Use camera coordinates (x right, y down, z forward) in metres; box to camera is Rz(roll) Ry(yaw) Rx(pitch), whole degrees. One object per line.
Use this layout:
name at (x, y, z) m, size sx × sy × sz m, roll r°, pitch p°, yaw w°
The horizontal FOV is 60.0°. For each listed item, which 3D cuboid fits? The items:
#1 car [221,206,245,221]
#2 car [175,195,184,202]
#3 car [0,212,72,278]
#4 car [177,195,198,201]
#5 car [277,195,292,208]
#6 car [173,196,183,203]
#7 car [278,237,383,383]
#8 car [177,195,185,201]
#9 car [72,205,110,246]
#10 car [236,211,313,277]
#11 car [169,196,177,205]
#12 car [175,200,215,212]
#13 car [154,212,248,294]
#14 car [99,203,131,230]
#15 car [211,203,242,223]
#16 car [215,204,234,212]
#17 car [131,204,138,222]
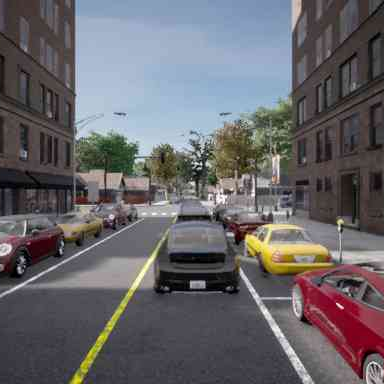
car at (2.644, 1.553, 15.455) m, size 1.887 × 1.381 × 4.507 m, roll 0°, pitch 0°, yaw 0°
car at (-3.014, 1.631, 81.275) m, size 2.128 × 1.511 × 4.902 m, roll 0°, pitch 0°, yaw 0°
car at (-5.384, 1.445, 9.939) m, size 1.967 × 1.590 × 4.097 m, roll 0°, pitch 0°, yaw 0°
car at (-0.113, 1.374, 31.120) m, size 2.097 × 1.767 × 4.553 m, roll 0°, pitch 0°, yaw -3°
car at (14.282, 1.466, 46.209) m, size 4.674 × 1.442 × 1.812 m, roll 0°, pitch 0°, yaw -2°
car at (-2.995, 1.585, 71.115) m, size 1.837 × 1.490 × 4.892 m, roll 0°, pitch 0°, yaw 0°
car at (2.637, 1.583, 4.419) m, size 1.802 × 1.307 × 4.206 m, roll 0°, pitch 0°, yaw 0°
car at (-3.034, 1.654, 91.532) m, size 2.128 × 1.511 × 4.902 m, roll 0°, pitch 0°, yaw 0°
car at (-5.381, 1.534, 15.288) m, size 1.752 × 1.417 × 4.829 m, roll 0°, pitch 0°, yaw 0°
car at (2.641, 1.530, 10.107) m, size 1.752 × 1.417 × 4.829 m, roll 0°, pitch 0°, yaw 0°
car at (-3.073, 1.591, 61.043) m, size 1.812 × 1.442 × 4.674 m, roll 0°, pitch 0°, yaw 2°
car at (0.111, 1.490, 19.323) m, size 1.882 × 1.535 × 5.008 m, roll 0°, pitch 0°, yaw 0°
car at (0.106, 1.510, 8.773) m, size 1.837 × 1.490 × 4.892 m, roll 0°, pitch 0°, yaw 0°
car at (-5.377, 1.453, 20.977) m, size 1.967 × 1.590 × 4.097 m, roll 0°, pitch 0°, yaw 0°
car at (2.652, 1.584, 26.492) m, size 1.947 × 1.339 × 4.313 m, roll 0°, pitch 0°, yaw 0°
car at (2.648, 1.595, 20.973) m, size 1.802 × 1.307 × 4.206 m, roll 0°, pitch 0°, yaw 0°
car at (-5.373, 1.600, 26.496) m, size 1.802 × 1.307 × 4.206 m, roll 0°, pitch 0°, yaw 0°
